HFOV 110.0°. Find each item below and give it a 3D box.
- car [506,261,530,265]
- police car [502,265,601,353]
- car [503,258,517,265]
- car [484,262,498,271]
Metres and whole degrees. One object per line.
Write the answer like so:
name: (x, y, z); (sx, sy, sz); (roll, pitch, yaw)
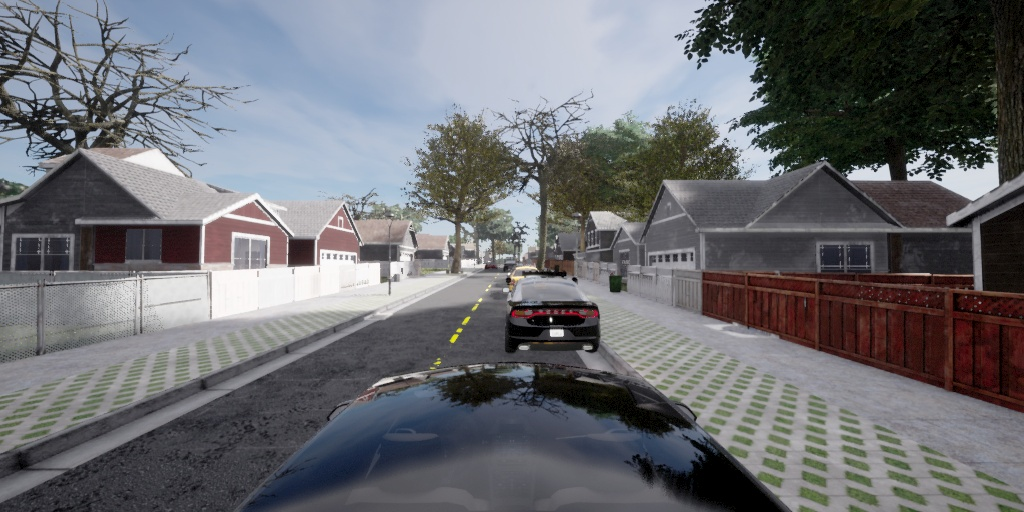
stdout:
car: (0.737, 1.221, 19.104); (1.801, 1.575, 5.366); (0, 0, 0)
police car: (0.791, 1.181, 9.017); (1.930, 1.638, 5.238); (0, 0, 0)
car: (-0.202, 1.345, 49.566); (1.882, 1.535, 5.008); (0, 0, 0)
car: (-3.017, 1.481, 52.577); (1.895, 1.301, 4.718); (0, 0, 0)
